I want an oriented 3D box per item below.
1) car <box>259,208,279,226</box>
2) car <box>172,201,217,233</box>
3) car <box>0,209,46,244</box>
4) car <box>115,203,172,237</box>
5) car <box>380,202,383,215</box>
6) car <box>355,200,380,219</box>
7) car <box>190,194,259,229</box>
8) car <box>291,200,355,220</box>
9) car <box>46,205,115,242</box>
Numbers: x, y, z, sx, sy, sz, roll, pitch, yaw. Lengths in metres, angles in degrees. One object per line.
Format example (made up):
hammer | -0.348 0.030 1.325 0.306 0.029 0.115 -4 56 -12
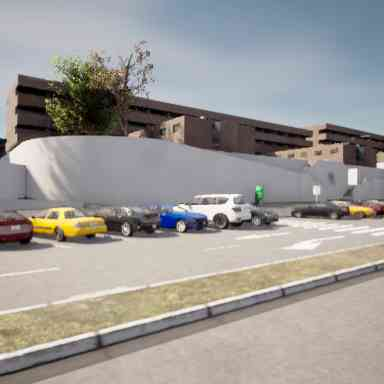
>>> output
car | 3.454 1.460 22.795 4.892 1.521 2.231 -1 -1 34
car | -1.402 1.443 19.331 5.008 1.535 2.097 -1 -1 35
car | -8.714 1.464 14.147 4.792 1.488 2.163 -1 -1 35
car | -3.827 1.440 17.589 4.892 1.521 2.231 -1 -1 35
car | 15.575 1.568 31.450 4.792 1.488 2.163 -1 -1 35
car | 13.325 1.511 29.603 5.366 1.575 1.946 -1 -1 35
car | 0.999 1.198 21.070 5.566 2.045 2.435 -1 -1 35
car | 10.744 1.539 27.971 4.674 1.452 2.002 -1 -1 35
car | -6.413 1.435 15.967 5.366 1.575 1.946 -1 -1 35
